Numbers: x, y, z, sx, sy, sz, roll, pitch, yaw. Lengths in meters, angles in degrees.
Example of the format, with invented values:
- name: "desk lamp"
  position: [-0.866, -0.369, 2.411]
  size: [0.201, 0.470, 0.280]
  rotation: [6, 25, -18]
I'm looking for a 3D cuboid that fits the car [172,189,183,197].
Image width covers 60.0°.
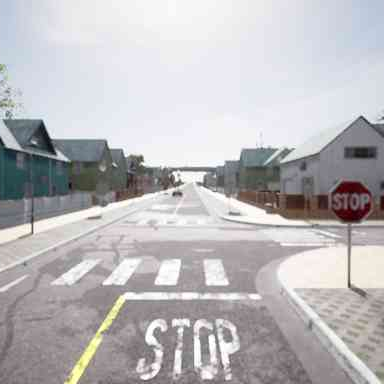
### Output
- name: "car"
  position: [-2.751, 0.173, 62.414]
  size: [1.895, 1.301, 4.718]
  rotation: [0, 1, 0]
